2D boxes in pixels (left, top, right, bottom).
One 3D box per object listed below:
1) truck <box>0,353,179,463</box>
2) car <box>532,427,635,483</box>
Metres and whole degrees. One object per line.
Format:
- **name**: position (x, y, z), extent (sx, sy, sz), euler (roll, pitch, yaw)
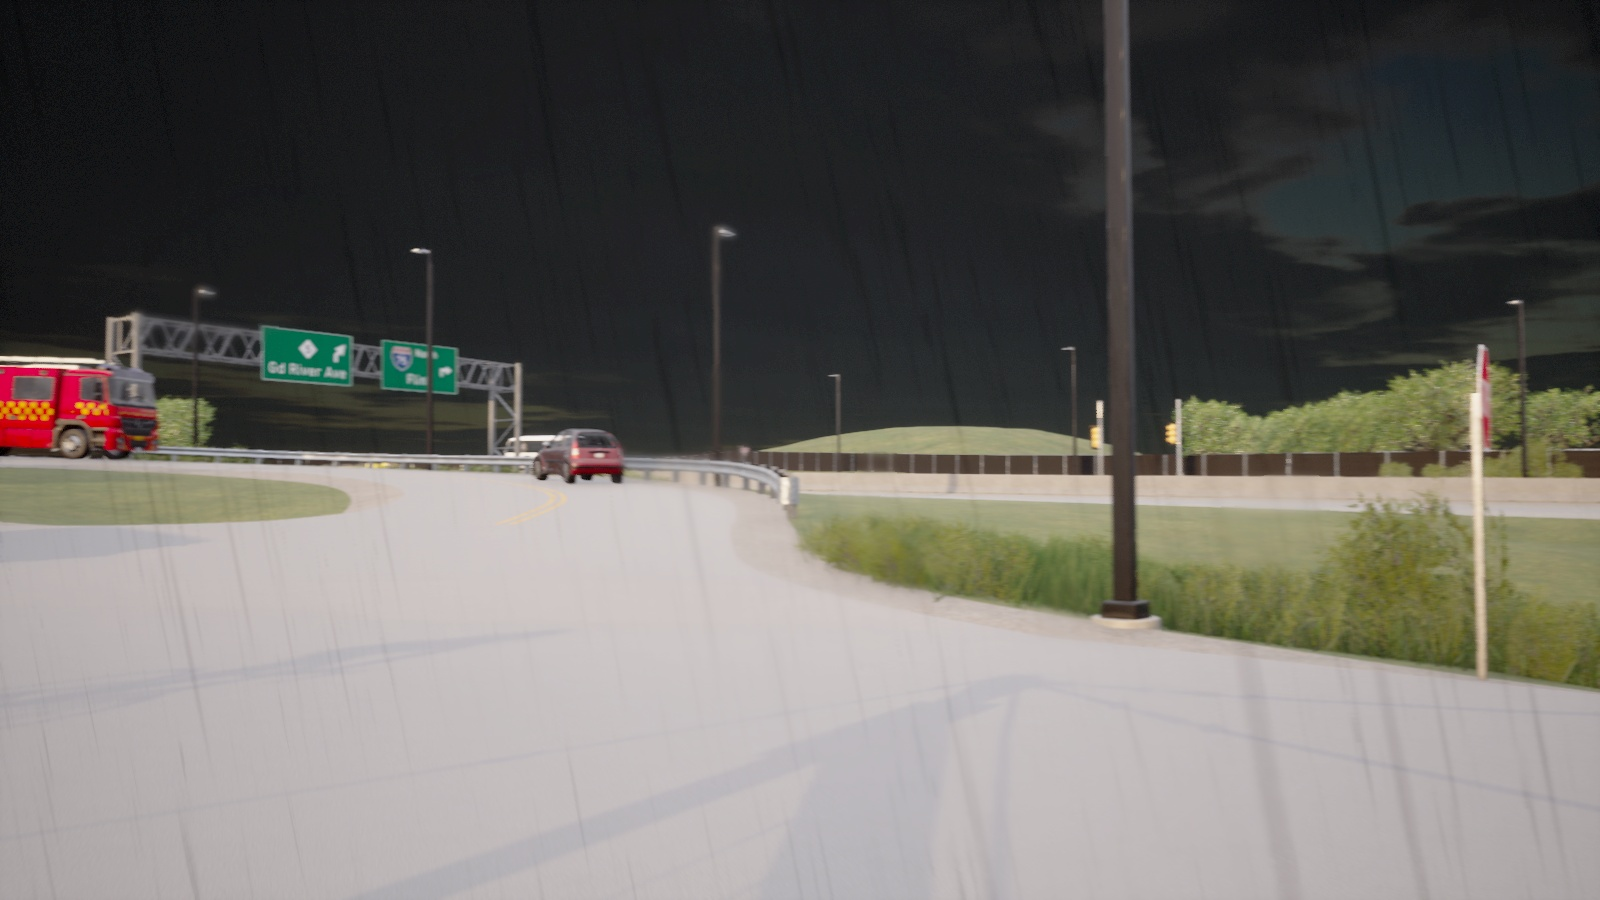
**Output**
- **truck**: position (-28.549, -1.603, 47.735), extent (8.468, 3.827, 2.891), euler (2, -1, 6)
- **car**: position (-6.622, 0.131, 38.125), extent (1.851, 1.617, 3.988), euler (1, 0, -29)
